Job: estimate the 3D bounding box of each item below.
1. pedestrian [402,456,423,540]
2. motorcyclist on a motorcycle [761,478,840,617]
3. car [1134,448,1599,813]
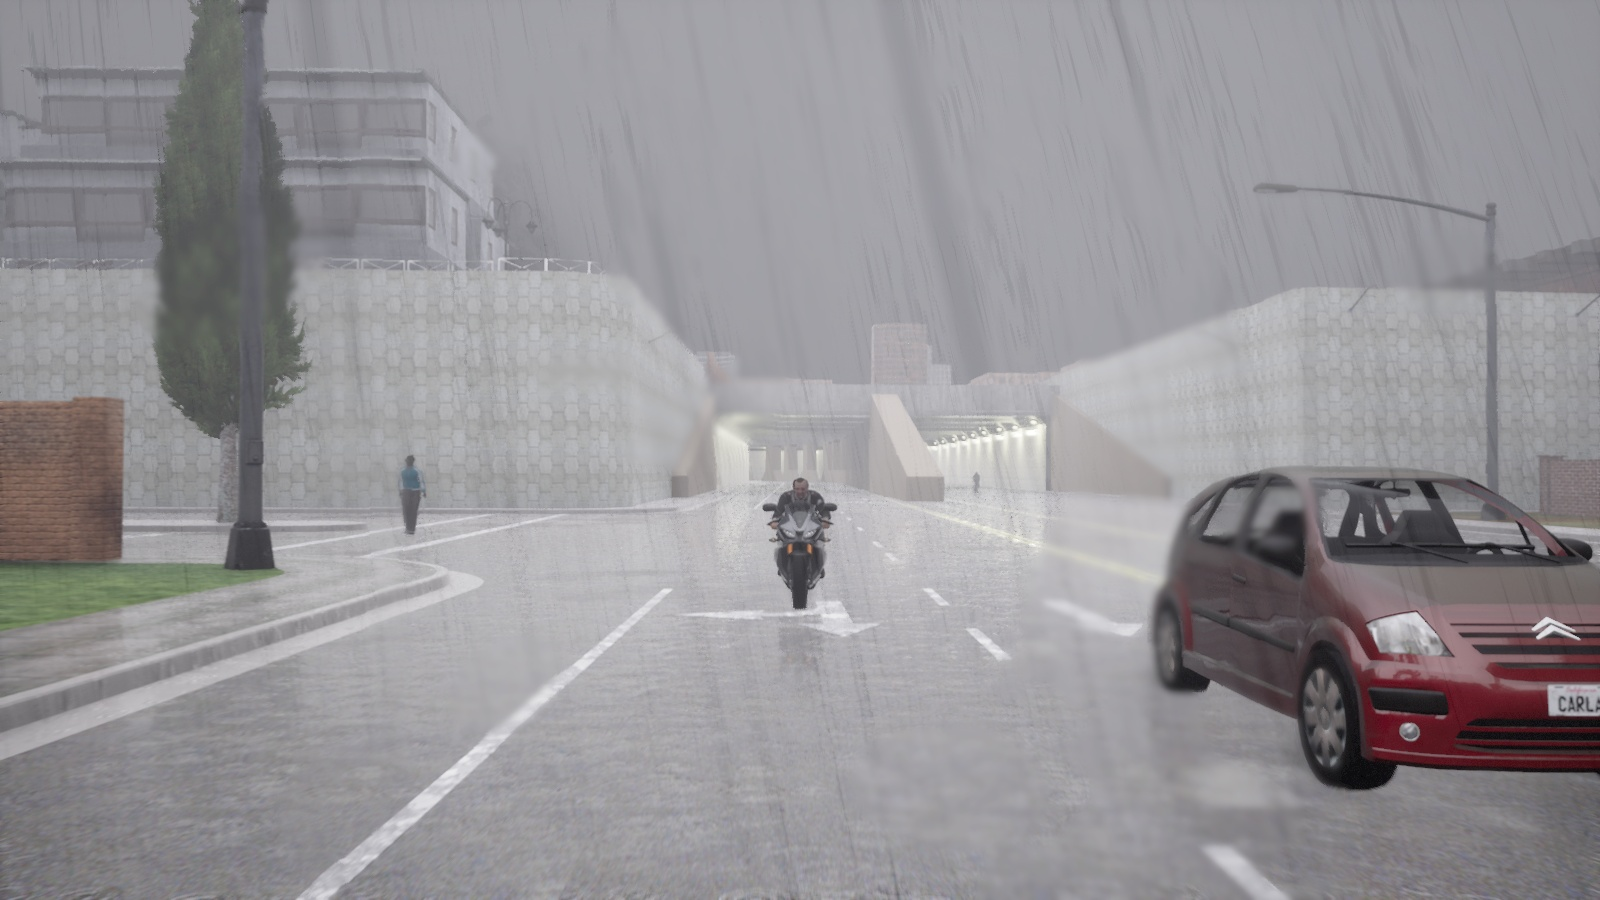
[{"bbox_3d":[-9.000,1.112,29.171,0.396,1.930,0.692,0,-1,-12],"label":"pedestrian"},{"bbox_3d":[0.023,1.117,15.171,0.866,1.530,2.191,-1,-1,1],"label":"motorcyclist on a motorcycle"},{"bbox_3d":[3.480,0.834,7.579,1.851,1.617,3.988,0,-1,0],"label":"car"}]
